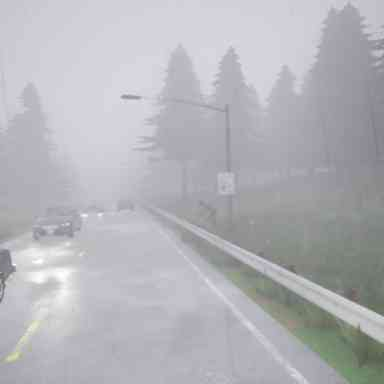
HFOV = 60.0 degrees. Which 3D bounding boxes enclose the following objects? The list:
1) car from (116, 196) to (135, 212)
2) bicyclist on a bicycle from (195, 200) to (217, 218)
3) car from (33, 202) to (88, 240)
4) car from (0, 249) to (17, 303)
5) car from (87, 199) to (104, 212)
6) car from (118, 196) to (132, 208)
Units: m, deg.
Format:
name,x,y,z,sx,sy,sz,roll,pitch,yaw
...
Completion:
name,x,y,z,sx,sy,sz,roll,pitch,yaw
car,-7.432,1.405,37.377,2.128,1.511,4.902,-2,1,-11
bicyclist on a bicycle,0.675,1.132,14.704,1.656,1.620,0.582,-12,3,-11
car,-7.154,1.576,17.998,2.128,1.511,4.902,-2,1,-12
car,-4.660,1.665,5.433,2.033,1.411,5.357,-2,1,-9
car,-11.296,1.519,38.433,1.882,1.535,5.008,-2,0,-11
car,-9.644,1.399,47.925,1.837,1.490,4.892,-2,1,-11
